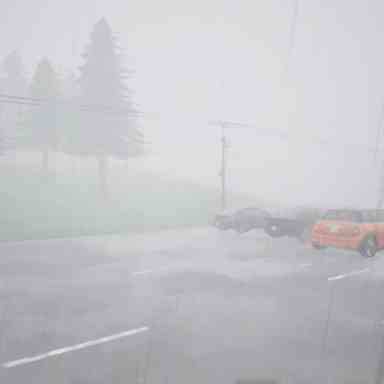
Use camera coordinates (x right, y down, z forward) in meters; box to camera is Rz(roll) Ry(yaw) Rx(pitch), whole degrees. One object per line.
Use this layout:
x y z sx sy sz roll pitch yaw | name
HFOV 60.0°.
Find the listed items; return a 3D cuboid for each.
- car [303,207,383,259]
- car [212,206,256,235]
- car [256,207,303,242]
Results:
6.734 1.357 12.918 4.553 1.767 2.097 0 0 -35 | car
3.276 1.531 19.040 4.674 1.442 1.812 0 0 -35 | car
5.743 1.484 16.497 5.008 1.535 1.882 0 0 -35 | car
